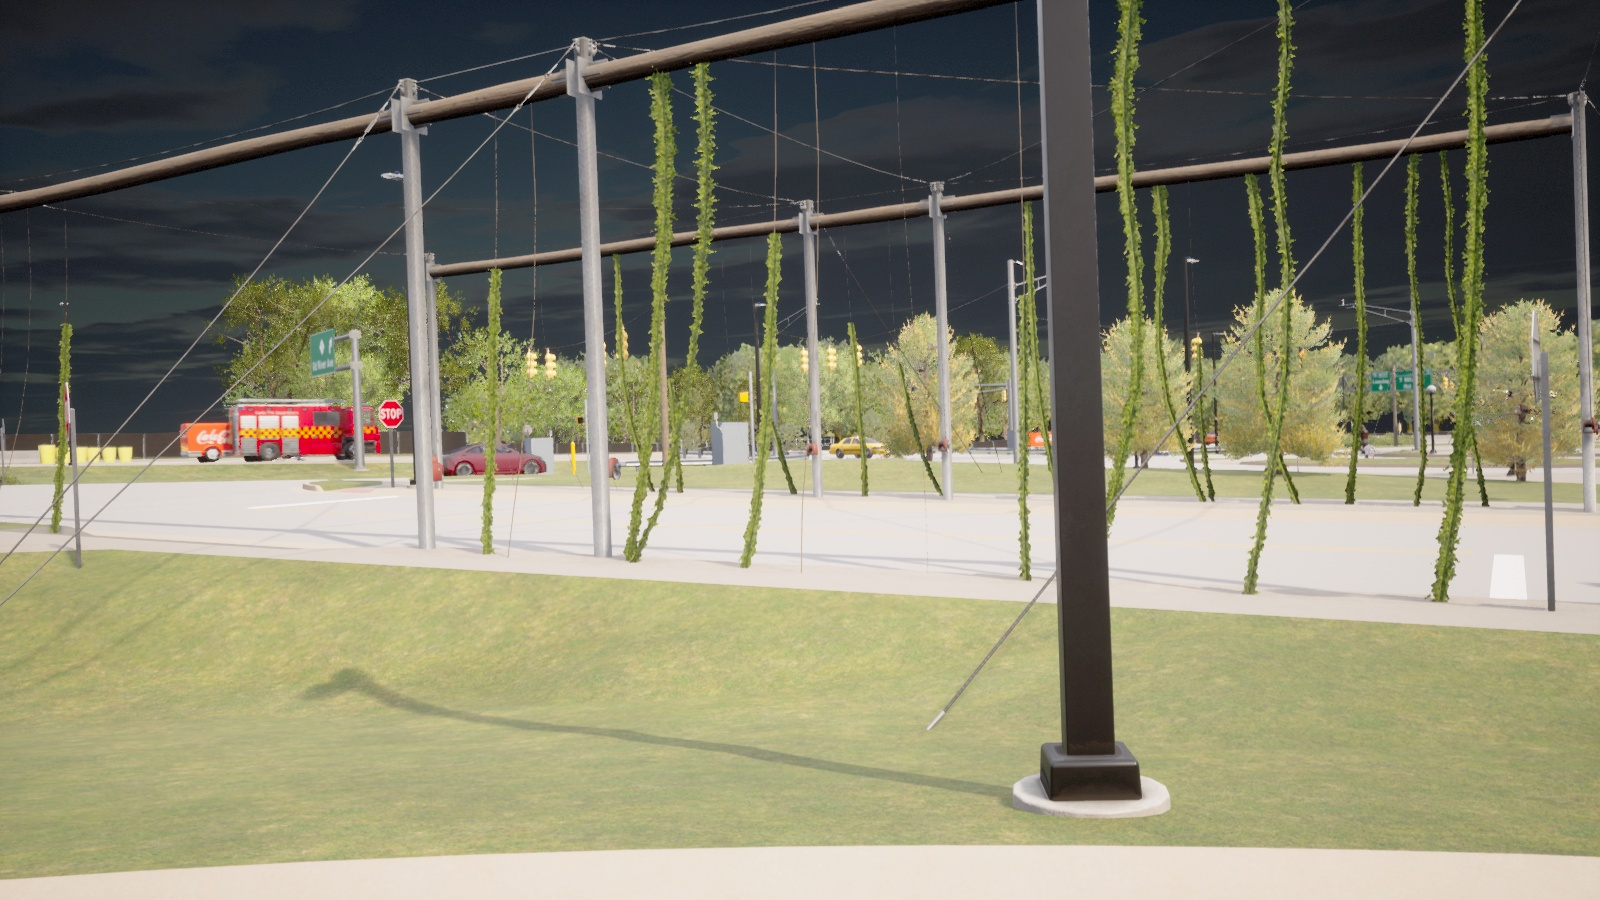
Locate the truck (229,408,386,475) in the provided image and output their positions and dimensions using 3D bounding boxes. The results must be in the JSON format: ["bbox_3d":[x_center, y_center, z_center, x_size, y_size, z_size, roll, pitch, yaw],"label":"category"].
[{"bbox_3d":[-30.376,-0.573,77.720,8.468,3.827,2.891,-2,0,-36],"label":"truck"}]

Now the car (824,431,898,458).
[{"bbox_3d":[3.937,-0.333,82.600,1.801,1.575,5.366,-3,0,-37],"label":"car"}]

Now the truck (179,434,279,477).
[{"bbox_3d":[-35.572,0.318,78.278,5.204,2.467,2.627,-2,0,-36],"label":"truck"}]

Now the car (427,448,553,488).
[{"bbox_3d":[-11.844,0.678,48.068,4.181,1.385,1.994,-2,0,-36],"label":"car"}]
